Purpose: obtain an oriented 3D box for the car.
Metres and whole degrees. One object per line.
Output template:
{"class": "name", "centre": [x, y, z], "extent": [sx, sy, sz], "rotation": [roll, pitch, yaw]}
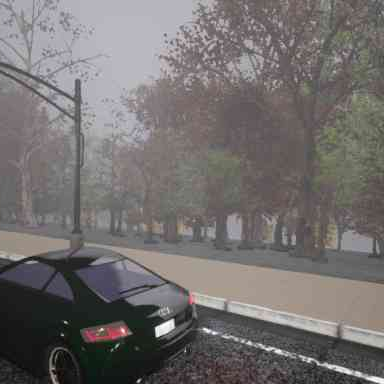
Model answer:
{"class": "car", "centre": [-1.945, 1.563, 5.073], "extent": [4.181, 1.385, 1.994], "rotation": [0, 0, 36]}
